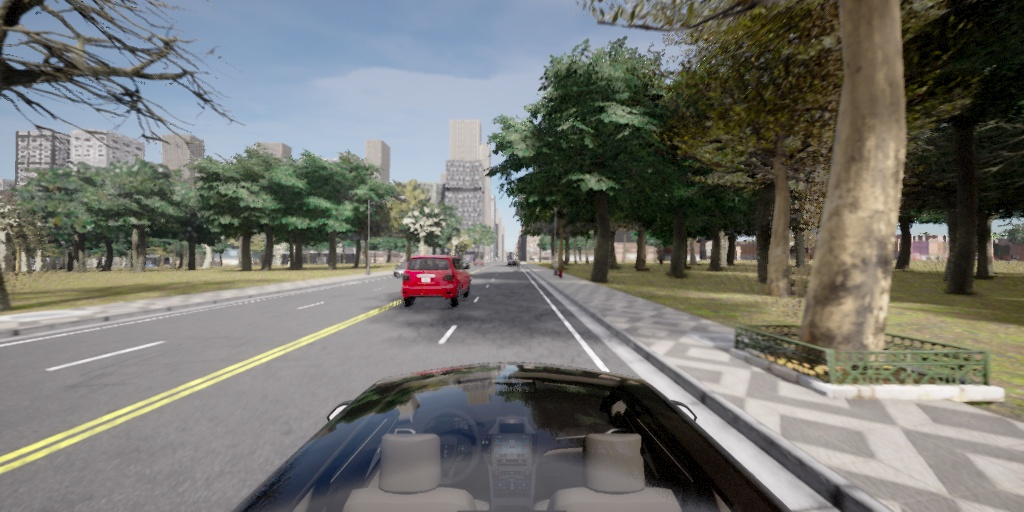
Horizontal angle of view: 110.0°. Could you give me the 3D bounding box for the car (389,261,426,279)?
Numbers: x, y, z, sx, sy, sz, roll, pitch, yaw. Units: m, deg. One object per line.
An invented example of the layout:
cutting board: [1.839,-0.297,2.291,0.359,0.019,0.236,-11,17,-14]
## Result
car: [-9.847,1.268,34.208,2.128,1.511,4.902,0,0,0]

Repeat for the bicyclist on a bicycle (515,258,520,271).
bicyclist on a bicycle: [0.884,1.281,48.816,0.582,1.620,1.656,0,-1,0]

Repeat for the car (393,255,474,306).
car: [-3.153,0.973,15.821,2.150,2.045,5.566,0,0,0]
